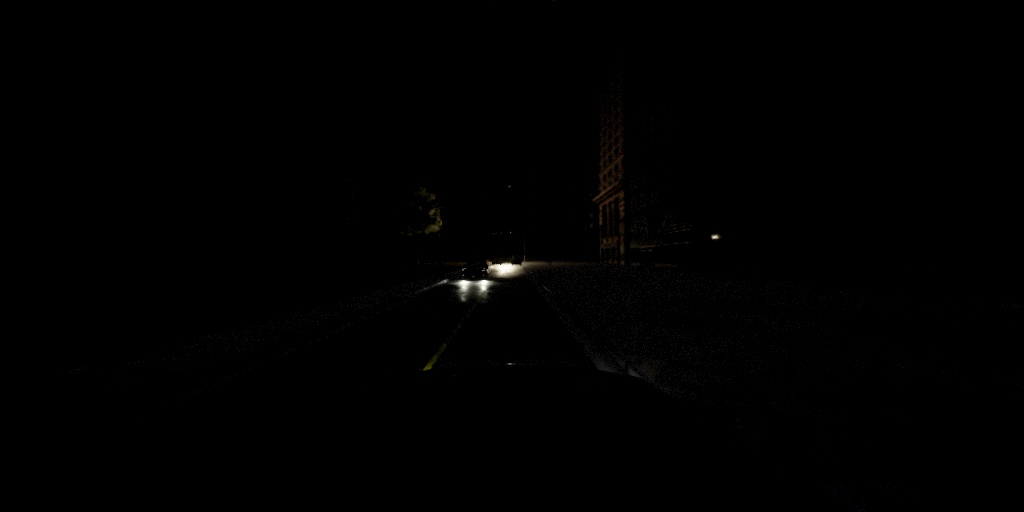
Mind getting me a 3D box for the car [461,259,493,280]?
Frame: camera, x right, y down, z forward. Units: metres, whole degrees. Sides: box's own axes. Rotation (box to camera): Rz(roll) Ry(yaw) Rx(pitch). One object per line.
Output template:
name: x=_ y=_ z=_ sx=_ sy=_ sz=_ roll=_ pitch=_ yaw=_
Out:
car: x=-3.085 y=1.065 z=30.901 sx=2.097 sy=1.767 sz=4.553 roll=0 pitch=0 yaw=0
